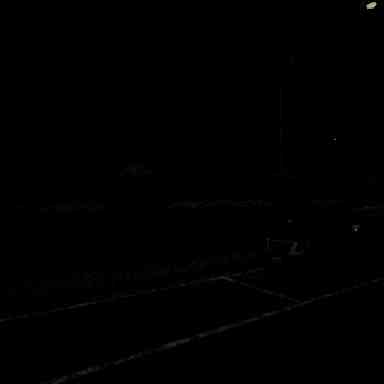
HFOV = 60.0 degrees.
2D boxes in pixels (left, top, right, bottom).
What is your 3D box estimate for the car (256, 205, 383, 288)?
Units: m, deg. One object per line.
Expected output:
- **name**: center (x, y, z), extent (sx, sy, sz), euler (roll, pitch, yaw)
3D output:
- **car**: center (4.086, 1.313, 9.455), extent (5.009, 1.841, 2.192), euler (0, 0, -36)
